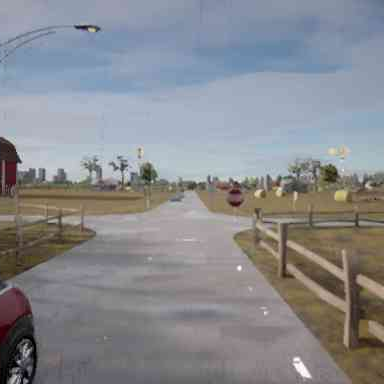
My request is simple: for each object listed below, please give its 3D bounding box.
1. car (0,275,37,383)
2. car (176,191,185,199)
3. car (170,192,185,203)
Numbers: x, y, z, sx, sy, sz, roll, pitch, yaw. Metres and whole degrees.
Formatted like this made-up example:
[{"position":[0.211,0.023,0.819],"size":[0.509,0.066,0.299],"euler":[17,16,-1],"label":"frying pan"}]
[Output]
[{"position":[-2.834,1.344,1.921],"size":[2.097,1.767,4.553],"euler":[0,0,0],"label":"car"},{"position":[-2.740,0.691,81.333],"size":[2.097,1.767,4.553],"euler":[0,1,0],"label":"car"},{"position":[-2.742,1.157,58.329],"size":[2.033,1.411,5.357],"euler":[0,1,0],"label":"car"}]
